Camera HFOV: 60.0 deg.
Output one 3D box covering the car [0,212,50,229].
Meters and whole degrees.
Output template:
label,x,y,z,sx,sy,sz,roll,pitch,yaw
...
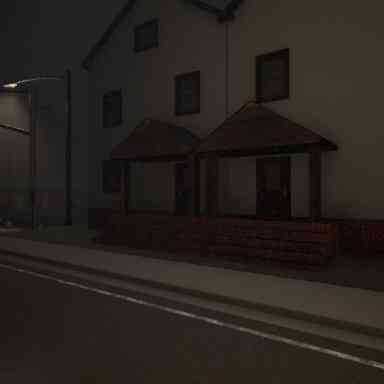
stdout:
label,x,y,z,sx,sy,sz,roll,pitch,yaw
car,-15.323,2.564,29.947,1.837,1.490,4.892,0,-9,36
